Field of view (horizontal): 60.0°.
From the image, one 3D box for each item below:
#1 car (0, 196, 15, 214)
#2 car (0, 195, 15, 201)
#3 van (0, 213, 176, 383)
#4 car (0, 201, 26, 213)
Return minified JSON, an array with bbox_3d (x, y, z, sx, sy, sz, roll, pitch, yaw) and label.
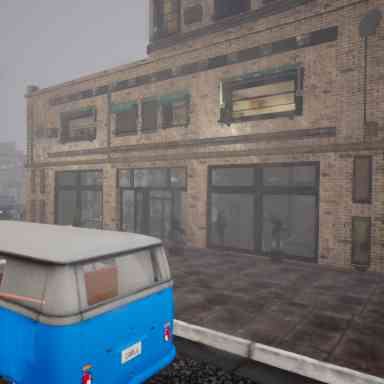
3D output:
[{"bbox_3d":[-22.045,1.411,35.538,2.192,1.841,5.009,0,0,36],"label":"car"},{"bbox_3d":[-20.505,1.349,33.244,2.150,2.045,5.566,1,0,36],"label":"car"},{"bbox_3d":[-2.102,1.340,4.348,3.998,1.788,1.690,0,1,35],"label":"van"},{"bbox_3d":[-15.283,1.793,30.593,1.947,1.339,4.313,0,0,36],"label":"car"}]
